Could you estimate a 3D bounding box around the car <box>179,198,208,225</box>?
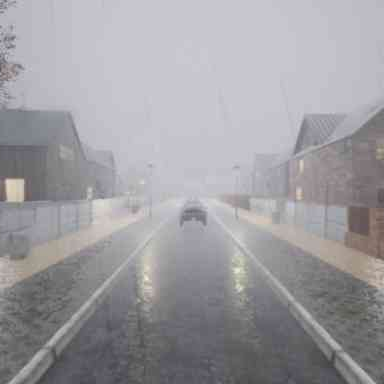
[{"bbox_3d":[0.100,1.466,23.855,1.837,1.490,4.892,0,1,0],"label":"car"}]
